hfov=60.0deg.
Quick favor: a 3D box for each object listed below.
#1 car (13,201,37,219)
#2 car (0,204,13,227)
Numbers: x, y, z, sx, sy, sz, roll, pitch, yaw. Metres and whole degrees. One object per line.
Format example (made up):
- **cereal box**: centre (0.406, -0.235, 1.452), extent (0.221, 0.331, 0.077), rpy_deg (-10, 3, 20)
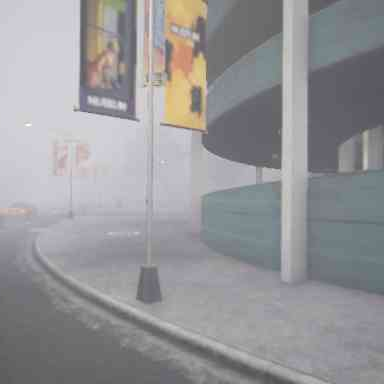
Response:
- **car**: centre (-15.614, 1.592, 30.618), extent (1.801, 1.575, 5.366), rpy_deg (1, -1, -14)
- **car**: centre (-13.022, 1.614, 20.468), extent (2.033, 1.411, 5.357), rpy_deg (1, -1, -15)
